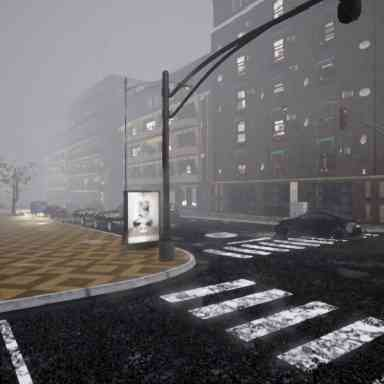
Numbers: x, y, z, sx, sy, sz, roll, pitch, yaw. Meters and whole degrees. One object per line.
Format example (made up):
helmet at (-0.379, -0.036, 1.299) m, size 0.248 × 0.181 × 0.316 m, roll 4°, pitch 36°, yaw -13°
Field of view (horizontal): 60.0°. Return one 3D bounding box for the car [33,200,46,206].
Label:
car at (-37.771, 2.797, 82.297) m, size 1.887 × 1.381 × 4.507 m, roll -2°, pitch 0°, yaw -36°

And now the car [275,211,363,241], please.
car at (6.483, 1.670, 17.257) m, size 4.181 × 1.385 × 1.994 m, roll -2°, pitch -1°, yaw 42°

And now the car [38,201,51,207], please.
car at (-34.506, 2.736, 77.784) m, size 1.947 × 1.339 × 4.313 m, roll -2°, pitch 0°, yaw -36°

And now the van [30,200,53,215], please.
van at (-19.755, 2.035, 43.038) m, size 1.690 × 1.788 × 3.998 m, roll -2°, pitch 0°, yaw -36°

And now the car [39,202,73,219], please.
car at (-14.837, 2.115, 36.150) m, size 1.887 × 1.381 × 4.507 m, roll -2°, pitch 0°, yaw -36°

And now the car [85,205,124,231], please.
car at (-5.497, 1.888, 23.160) m, size 2.008 × 1.369 × 4.403 m, roll -2°, pitch 0°, yaw -36°

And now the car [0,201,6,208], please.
car at (-44.561, 2.862, 77.386) m, size 1.887 × 1.381 × 4.507 m, roll -2°, pitch 0°, yaw -36°

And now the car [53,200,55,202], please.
car at (-31.246, 2.528, 73.272) m, size 1.967 × 1.590 × 4.097 m, roll -2°, pitch 0°, yaw -36°

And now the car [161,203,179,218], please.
car at (-3.075, 1.824, 34.548) m, size 1.967 × 1.590 × 4.097 m, roll -2°, pitch 0°, yaw -36°

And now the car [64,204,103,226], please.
car at (-8.761, 1.969, 27.673) m, size 2.008 × 1.369 × 4.403 m, roll -2°, pitch 0°, yaw -36°

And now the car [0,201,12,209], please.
car at (-38.033, 2.703, 68.361) m, size 2.008 × 1.369 × 4.403 m, roll -2°, pitch 0°, yaw -36°

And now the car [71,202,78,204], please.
car at (-21.450, 2.424, 59.735) m, size 1.802 × 1.307 × 4.206 m, roll -2°, pitch 0°, yaw -36°

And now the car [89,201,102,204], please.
car at (-14.922, 2.118, 50.713) m, size 1.967 × 1.590 × 4.097 m, roll -2°, pitch 0°, yaw -36°
